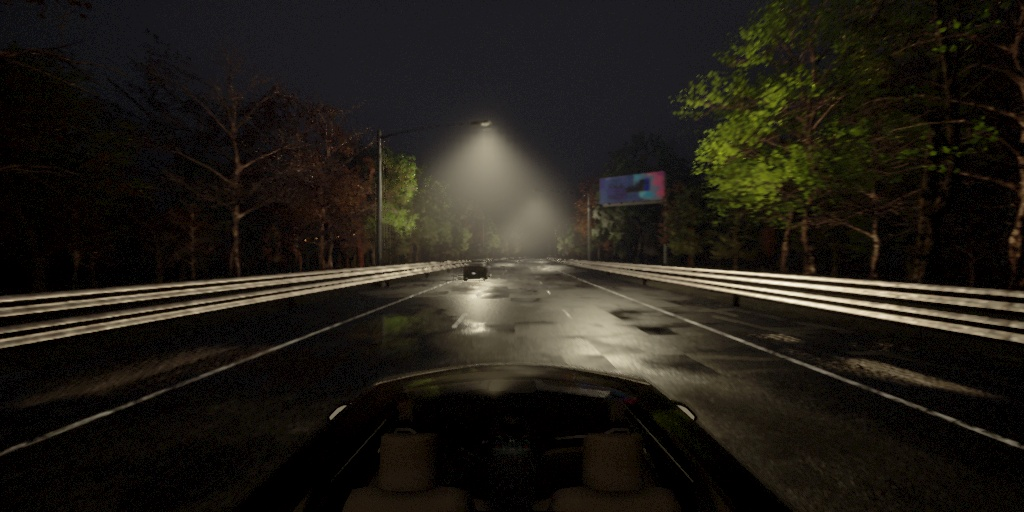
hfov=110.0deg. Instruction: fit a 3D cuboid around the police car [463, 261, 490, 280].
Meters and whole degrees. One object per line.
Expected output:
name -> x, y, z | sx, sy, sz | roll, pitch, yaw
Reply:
police car -> -2.983, 1.203, 31.214 | 1.930, 1.638, 5.238 | 0, 0, 1
